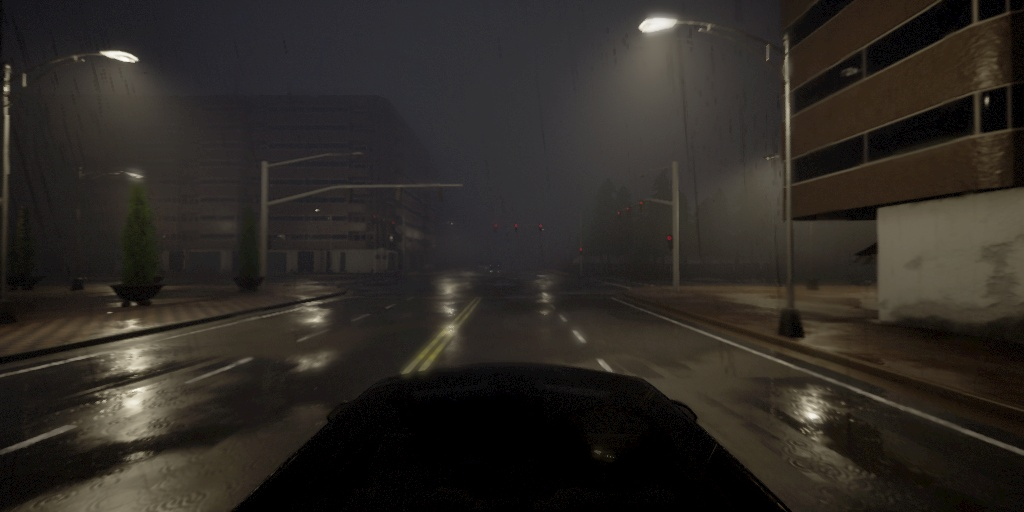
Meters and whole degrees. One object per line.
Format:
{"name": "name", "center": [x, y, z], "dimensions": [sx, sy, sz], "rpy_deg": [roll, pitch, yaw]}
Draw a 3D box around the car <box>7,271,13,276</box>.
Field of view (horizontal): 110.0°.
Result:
{"name": "car", "center": [-47.414, 1.567, 31.941], "dimensions": [5.008, 1.535, 1.882], "rpy_deg": [0, -1, 1]}
